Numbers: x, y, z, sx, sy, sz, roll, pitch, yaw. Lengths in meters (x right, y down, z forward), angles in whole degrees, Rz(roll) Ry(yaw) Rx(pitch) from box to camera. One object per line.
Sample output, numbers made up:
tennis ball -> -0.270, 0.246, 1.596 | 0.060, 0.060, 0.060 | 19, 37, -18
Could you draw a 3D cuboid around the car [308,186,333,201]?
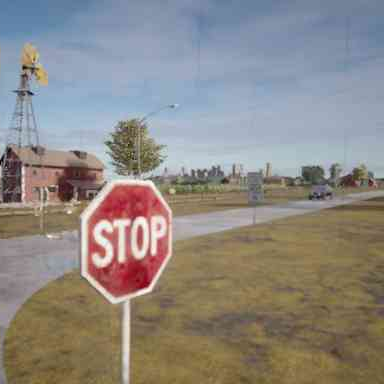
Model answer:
car -> 18.302, 0.123, 47.170 | 2.150, 2.045, 5.566 | 1, 2, 37
